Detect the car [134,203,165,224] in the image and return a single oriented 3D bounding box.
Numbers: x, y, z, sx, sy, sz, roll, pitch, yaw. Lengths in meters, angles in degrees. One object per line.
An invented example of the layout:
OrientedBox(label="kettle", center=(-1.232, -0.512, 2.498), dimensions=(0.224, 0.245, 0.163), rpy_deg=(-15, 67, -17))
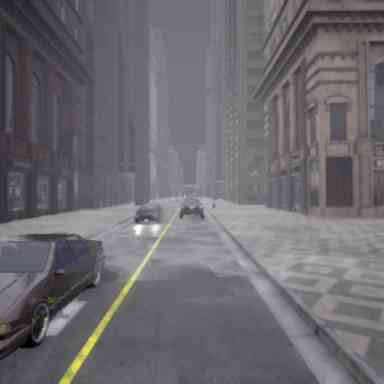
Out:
OrientedBox(label="car", center=(-3.147, 1.567, 25.554), dimensions=(2.033, 1.411, 5.357), rpy_deg=(0, 0, 0))

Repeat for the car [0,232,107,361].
OrientedBox(label="car", center=(-3.120, 1.560, 6.537), dimensions=(2.033, 1.411, 5.357), rpy_deg=(0, 0, 0))

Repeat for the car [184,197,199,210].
OrientedBox(label="car", center=(-0.077, 1.501, 45.071), dimensions=(1.882, 1.535, 5.008), rpy_deg=(0, 0, 0))

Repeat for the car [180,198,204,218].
OrientedBox(label="car", center=(-0.022, 1.361, 30.402), dimensions=(2.097, 1.767, 4.553), rpy_deg=(0, 0, 0))
